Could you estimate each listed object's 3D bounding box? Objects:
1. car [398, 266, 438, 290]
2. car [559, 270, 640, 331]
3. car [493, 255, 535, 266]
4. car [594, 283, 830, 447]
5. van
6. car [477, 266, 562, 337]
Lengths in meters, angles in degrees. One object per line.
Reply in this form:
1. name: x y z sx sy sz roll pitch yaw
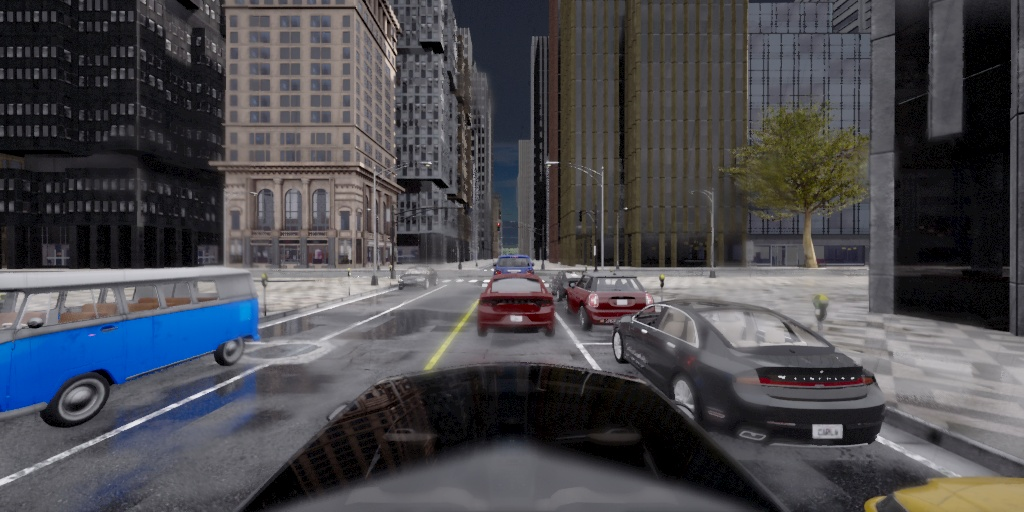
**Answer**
1. car: -5.732 1.296 22.258 2.007 1.370 4.403 0 0 0
2. car: 2.777 1.188 10.965 1.967 1.591 4.097 0 0 0
3. car: 0.103 0.967 20.234 2.150 2.045 5.566 0 0 0
4. car: 2.769 1.300 5.323 2.007 1.370 4.403 0 0 0
5. van: -5.756 1.090 5.335 1.690 1.789 3.998 0 0 0
6. car: 0.106 1.226 10.350 1.882 1.535 5.008 0 0 0
